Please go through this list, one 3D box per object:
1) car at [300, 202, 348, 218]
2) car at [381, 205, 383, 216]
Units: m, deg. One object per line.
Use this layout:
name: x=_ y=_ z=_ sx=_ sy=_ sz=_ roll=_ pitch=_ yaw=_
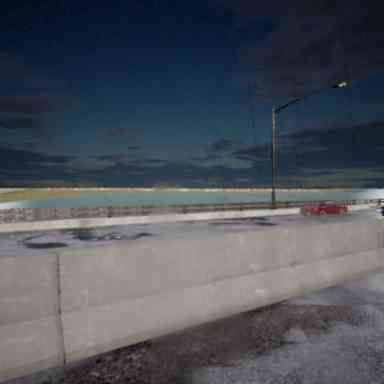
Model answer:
car: x=11.644 y=1.518 z=29.325 sx=4.718 sy=1.301 sz=1.895 roll=0 pitch=0 yaw=-35
car: x=19.118 y=1.372 z=30.258 sx=5.008 sy=1.535 sz=1.882 roll=0 pitch=0 yaw=-35
